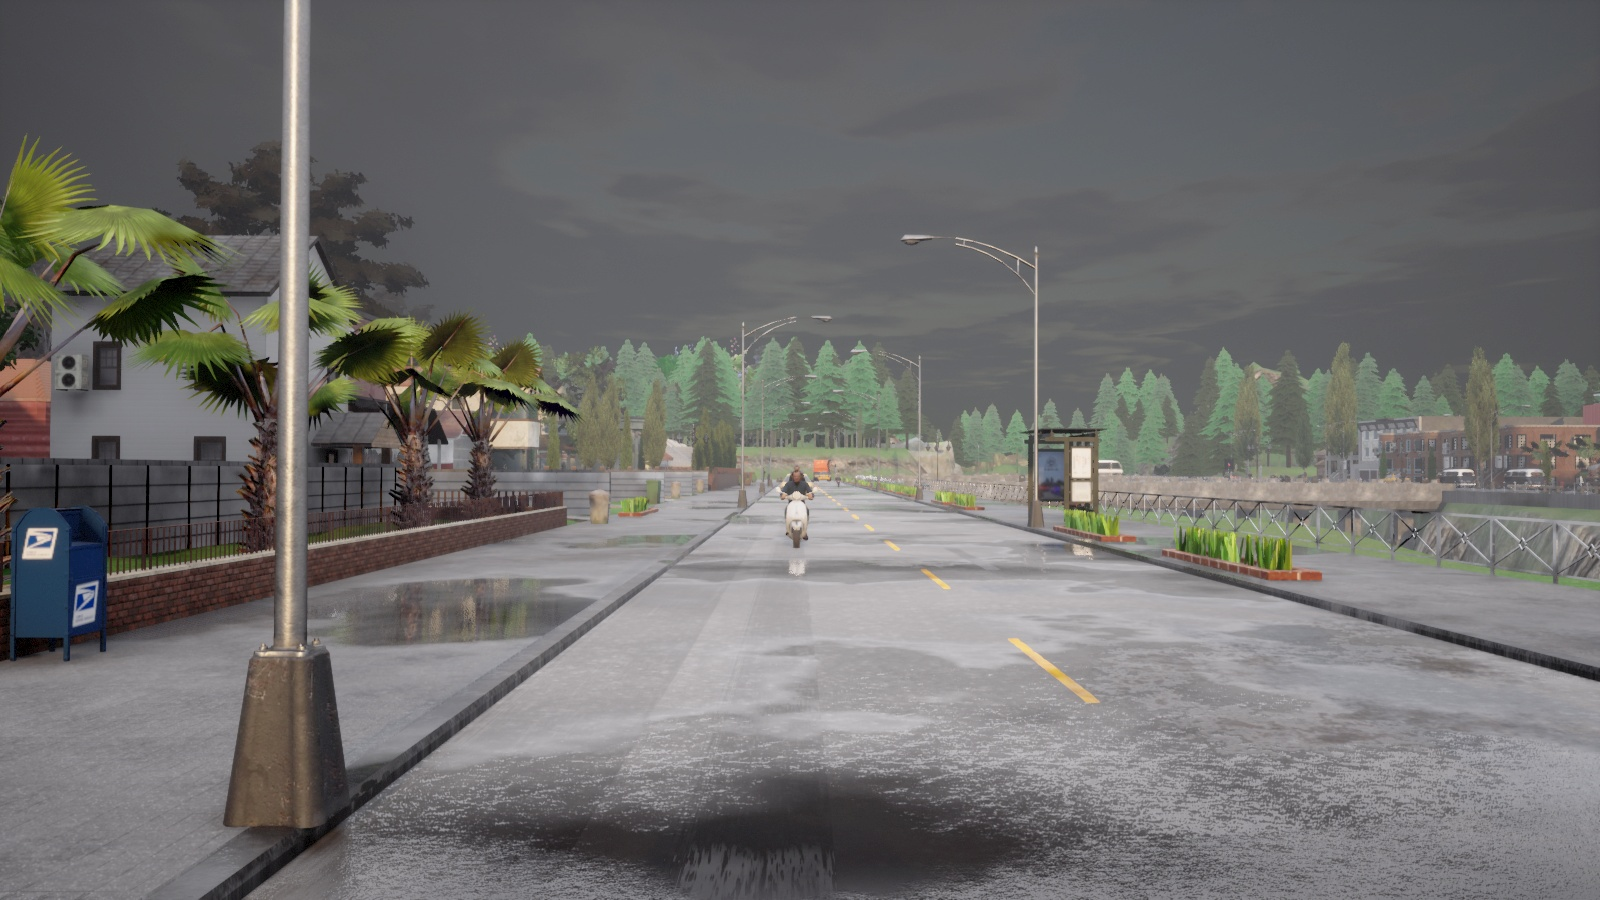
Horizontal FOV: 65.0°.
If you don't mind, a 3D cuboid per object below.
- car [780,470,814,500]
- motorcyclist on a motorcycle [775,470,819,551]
[{"bbox_3d":[-0.157,1.913,69.152,1.801,1.575,5.366,0,-1,0],"label":"car"},{"bbox_3d":[-0.058,1.198,25.617,0.866,1.590,1.817,0,-1,0],"label":"motorcyclist on a motorcycle"}]
